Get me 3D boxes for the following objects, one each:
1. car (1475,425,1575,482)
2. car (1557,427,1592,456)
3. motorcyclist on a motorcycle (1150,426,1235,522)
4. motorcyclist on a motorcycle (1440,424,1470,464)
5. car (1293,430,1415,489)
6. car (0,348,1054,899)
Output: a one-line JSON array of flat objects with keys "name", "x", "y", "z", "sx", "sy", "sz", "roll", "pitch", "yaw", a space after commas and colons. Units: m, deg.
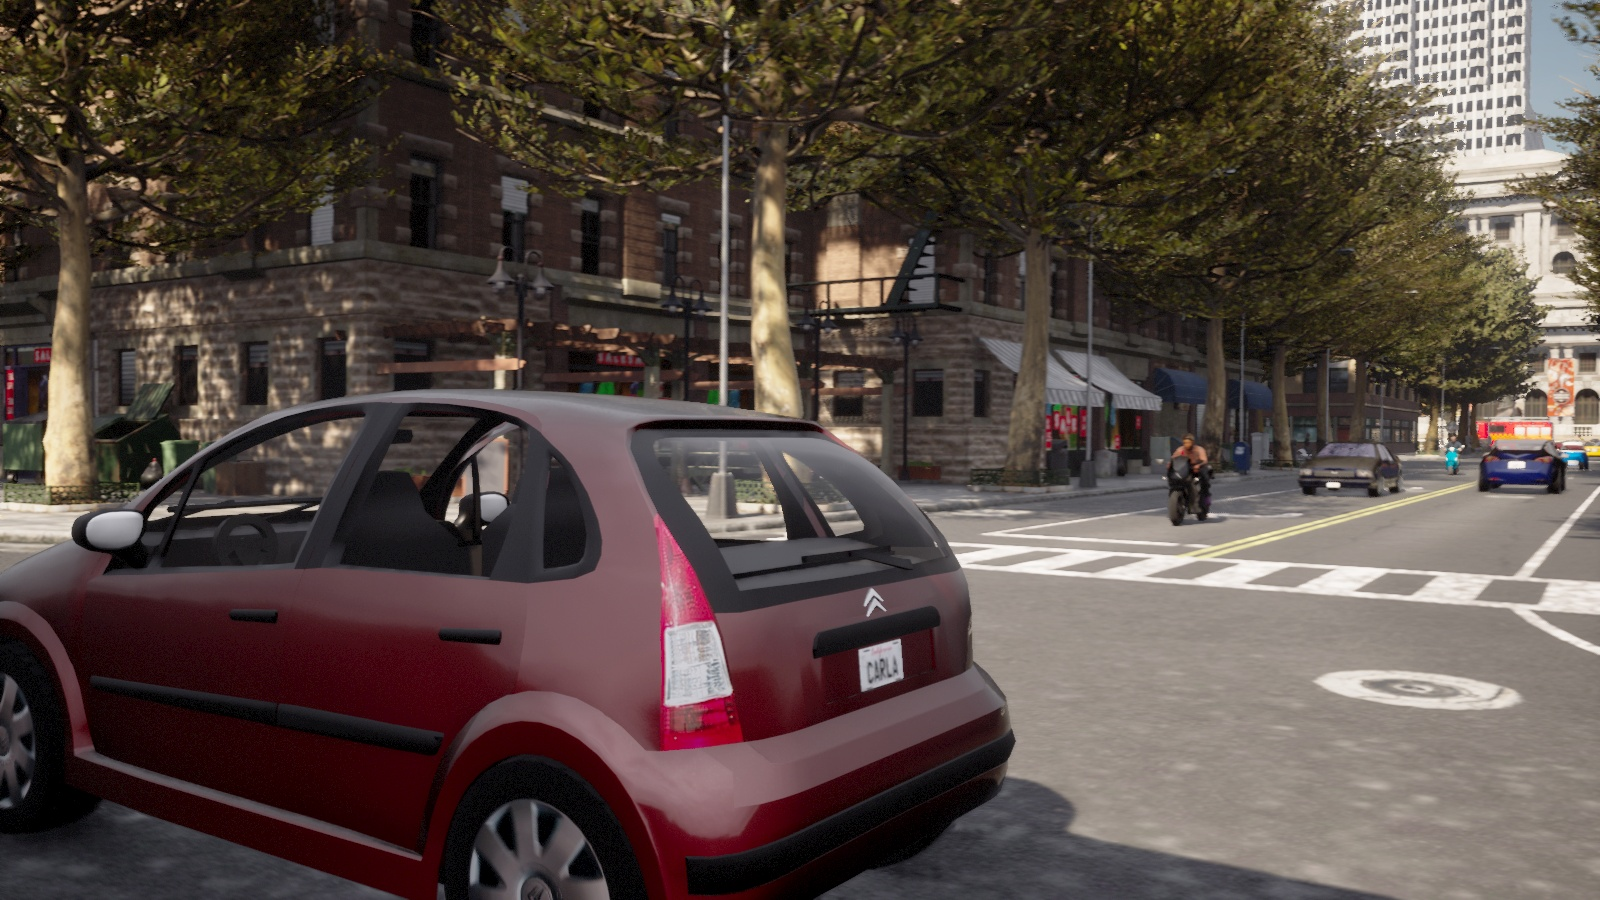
[{"name": "car", "x": 20.770, "y": 0.053, "z": 35.884, "sx": 2.163, "sy": 1.488, "sz": 4.792, "roll": 0, "pitch": 1, "yaw": 34}, {"name": "car", "x": 38.864, "y": -0.426, "z": 63.020, "sx": 1.481, "sy": 1.376, "sz": 2.207, "roll": 0, "pitch": 1, "yaw": 31}, {"name": "motorcyclist on a motorcycle", "x": 6.589, "y": 0.367, "z": 21.012, "sx": 0.797, "sy": 1.523, "sz": 2.044, "roll": 0, "pitch": 1, "yaw": 34}, {"name": "motorcyclist on a motorcycle", "x": 26.322, "y": -0.242, "z": 50.455, "sx": 0.866, "sy": 1.590, "sz": 1.817, "roll": 0, "pitch": 1, "yaw": 34}, {"name": "car", "x": 14.675, "y": 0.194, "z": 33.075, "sx": 2.033, "sy": 1.411, "sz": 5.357, "roll": 0, "pitch": 1, "yaw": 34}, {"name": "car", "x": -1.335, "y": 0.580, "z": 4.508, "sx": 3.988, "sy": 1.617, "sz": 1.851, "roll": 0, "pitch": 1, "yaw": 34}]
